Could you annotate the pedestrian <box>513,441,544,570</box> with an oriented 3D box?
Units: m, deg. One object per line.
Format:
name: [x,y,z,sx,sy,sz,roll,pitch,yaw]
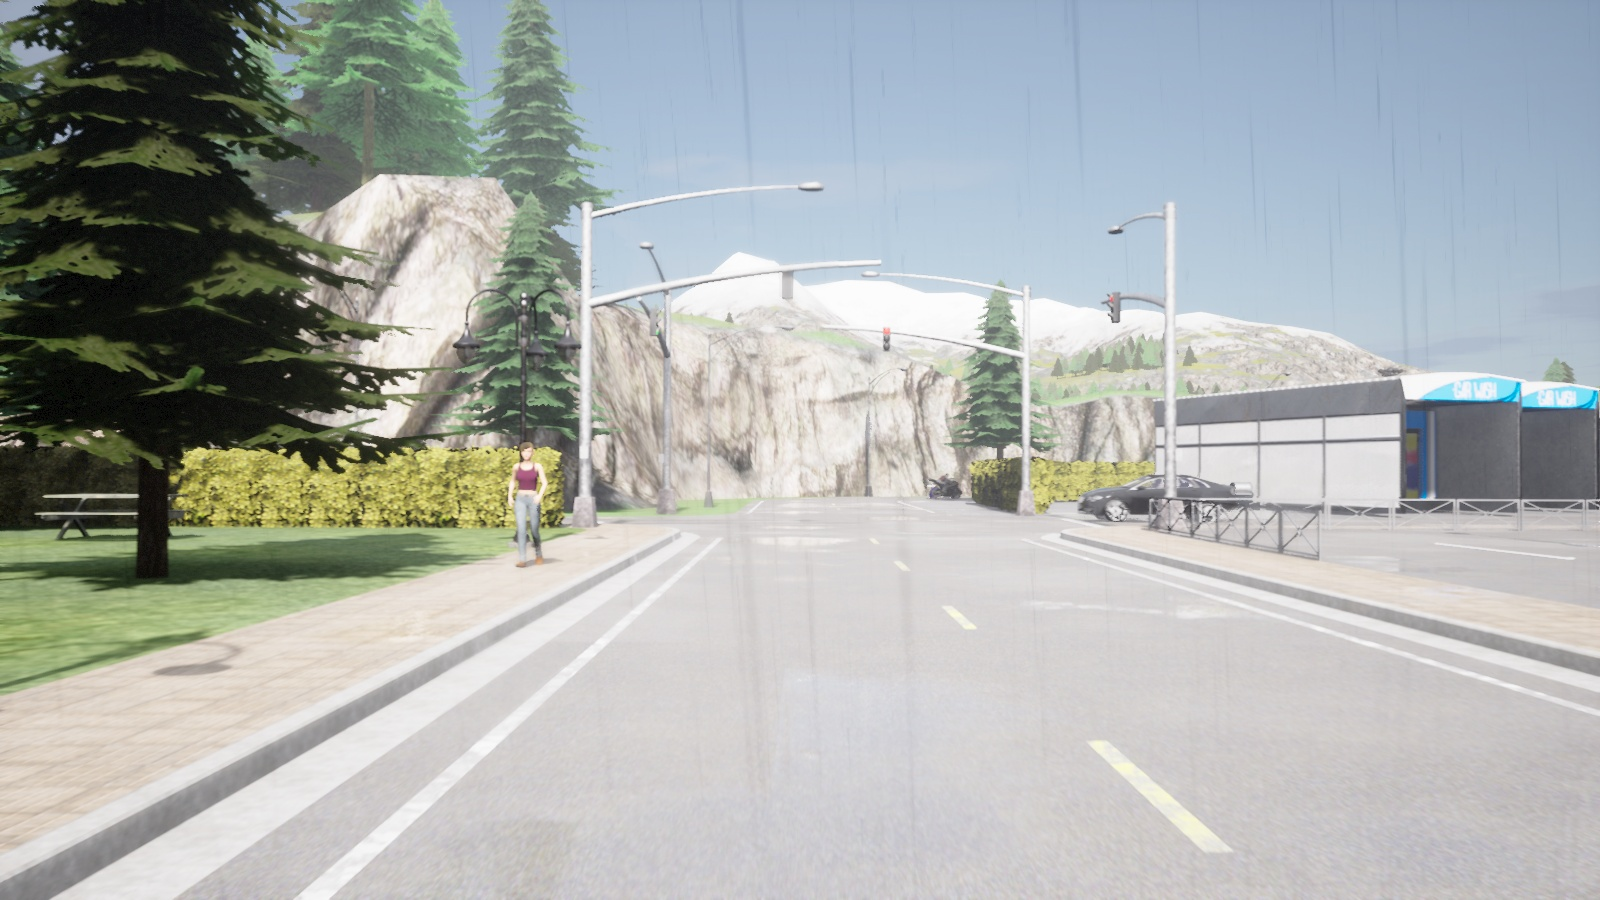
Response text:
pedestrian: [-3.924,0.790,18.171,0.345,1.836,0.594,0,-1,-2]

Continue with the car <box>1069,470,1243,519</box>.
car: [11.235,1.394,39.891,4.902,1.511,2.128,0,-1,1]

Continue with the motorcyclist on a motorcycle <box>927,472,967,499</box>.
motorcyclist on a motorcycle: [8.394,2.017,71.735,2.191,1.530,0.866,0,0,-28]
